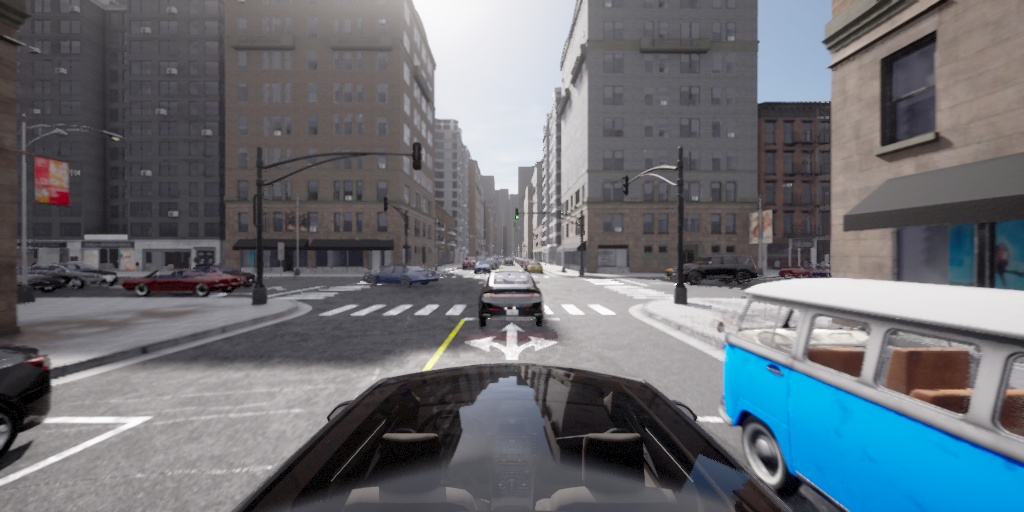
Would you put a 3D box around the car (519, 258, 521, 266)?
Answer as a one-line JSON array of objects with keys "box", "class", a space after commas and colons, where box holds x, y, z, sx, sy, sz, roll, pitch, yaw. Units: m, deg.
[{"box": [2.506, 1.235, 52.194, 2.007, 1.370, 4.403, 0, 0, -1], "class": "car"}]

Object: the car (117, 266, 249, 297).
[{"box": [-16.597, 1.323, 18.270, 4.718, 1.301, 1.895, 0, 0, -1], "class": "car"}]

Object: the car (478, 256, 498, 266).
[{"box": [-3.398, 1.192, 51.185, 1.837, 1.490, 4.892, 0, 0, 0], "class": "car"}]

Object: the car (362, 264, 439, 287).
[{"box": [-7.512, 1.267, 24.037, 5.357, 1.411, 2.033, 0, 0, 26], "class": "car"}]

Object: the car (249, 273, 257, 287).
[{"box": [-17.683, 1.271, 21.518, 4.181, 1.385, 1.994, 0, 0, -1], "class": "car"}]

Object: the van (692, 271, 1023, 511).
[{"box": [2.857, 1.090, 1.954, 1.690, 1.789, 3.998, 0, 0, 0], "class": "van"}]

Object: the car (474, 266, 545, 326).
[{"box": [-0.092, 1.231, 11.634, 2.128, 1.511, 4.902, 0, 0, -2], "class": "car"}]

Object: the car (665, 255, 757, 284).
[{"box": [14.182, 0.939, 25.333, 5.566, 2.045, 2.150, 0, 0, 0], "class": "car"}]

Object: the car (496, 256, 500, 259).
[{"box": [-3.480, 1.146, 61.576, 1.882, 1.535, 5.008, 0, 0, -1], "class": "car"}]

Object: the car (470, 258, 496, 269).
[{"box": [-3.302, 1.249, 41.486, 2.033, 1.411, 5.357, 0, 0, -1], "class": "car"}]

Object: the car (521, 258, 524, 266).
[{"box": [2.581, 1.133, 46.668, 1.967, 1.591, 4.097, 0, 0, -1], "class": "car"}]

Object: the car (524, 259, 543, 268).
[{"box": [2.654, 1.227, 41.313, 1.751, 1.417, 4.829, 0, 0, -1], "class": "car"}]

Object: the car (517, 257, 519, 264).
[{"box": [2.356, 1.210, 63.246, 1.888, 1.381, 4.507, 0, 0, -1], "class": "car"}]

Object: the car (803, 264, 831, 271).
[{"box": [23.950, 1.313, 25.447, 4.718, 1.301, 1.895, 0, 0, -1], "class": "car"}]

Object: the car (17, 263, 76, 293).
[{"box": [-26.179, 1.242, 18.165, 5.357, 1.411, 2.033, 0, 0, -1], "class": "car"}]

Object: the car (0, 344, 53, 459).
[{"box": [-5.668, 1.315, 1.945, 1.948, 1.339, 4.313, 0, 0, 0], "class": "car"}]

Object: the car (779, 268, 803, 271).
[{"box": [24.142, 1.301, 28.698, 4.718, 1.301, 1.895, 0, 0, -1], "class": "car"}]

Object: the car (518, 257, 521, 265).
[{"box": [2.431, 1.241, 57.720, 1.948, 1.339, 4.313, 0, 0, -1], "class": "car"}]

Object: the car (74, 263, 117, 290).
[{"box": [-26.499, 1.173, 21.412, 4.902, 1.511, 2.128, 0, 0, -1], "class": "car"}]

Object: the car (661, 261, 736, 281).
[{"box": [14.808, 1.183, 28.590, 5.008, 1.535, 1.882, 0, 0, -1], "class": "car"}]

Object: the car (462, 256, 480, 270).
[{"box": [-6.019, 1.000, 52.079, 2.192, 1.841, 5.009, 0, 0, -1], "class": "car"}]
